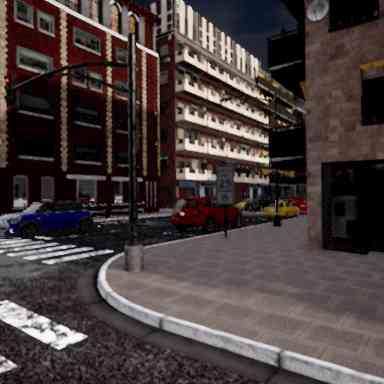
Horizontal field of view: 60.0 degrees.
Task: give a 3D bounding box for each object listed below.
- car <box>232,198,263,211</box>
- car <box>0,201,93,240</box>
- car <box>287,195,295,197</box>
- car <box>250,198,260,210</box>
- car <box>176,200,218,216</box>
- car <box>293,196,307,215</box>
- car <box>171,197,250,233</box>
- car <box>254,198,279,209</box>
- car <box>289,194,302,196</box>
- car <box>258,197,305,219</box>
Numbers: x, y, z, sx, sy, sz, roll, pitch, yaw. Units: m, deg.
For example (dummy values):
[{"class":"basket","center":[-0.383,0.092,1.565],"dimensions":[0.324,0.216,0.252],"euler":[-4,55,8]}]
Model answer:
[{"class":"car","center":[6.923,1.463,41.052],"dimensions":[1.752,1.417,4.829],"euler":[-1,0,36]},{"class":"car","center":[-7.287,1.251,16.587],"dimensions":[2.097,1.767,4.553],"euler":[-1,-1,36]},{"class":"car","center":[13.481,1.504,50.211],"dimensions":[1.947,1.339,4.313],"euler":[-1,0,36]},{"class":"car","center":[7.677,1.402,37.486],"dimensions":[1.882,1.535,5.008],"euler":[-1,0,36]},{"class":"car","center":[0.562,1.503,32.166],"dimensions":[1.947,1.339,4.313],"euler":[-1,0,36]},{"class":"car","center":[10.606,1.386,31.799],"dimensions":[1.887,1.381,4.507],"euler":[-1,0,36]},{"class":"car","center":[0.913,1.156,18.266],"dimensions":[2.192,1.841,5.009],"euler":[-1,0,36]},{"class":"car","center":[10.253,1.520,45.701],"dimensions":[1.802,1.307,4.206],"euler":[-1,0,36]},{"class":"car","center":[16.709,1.255,54.724],"dimensions":[2.192,1.841,5.009],"euler":[-1,0,36]},{"class":"car","center":[7.474,1.367,27.426],"dimensions":[1.752,1.417,4.829],"euler":[-1,0,36]}]
